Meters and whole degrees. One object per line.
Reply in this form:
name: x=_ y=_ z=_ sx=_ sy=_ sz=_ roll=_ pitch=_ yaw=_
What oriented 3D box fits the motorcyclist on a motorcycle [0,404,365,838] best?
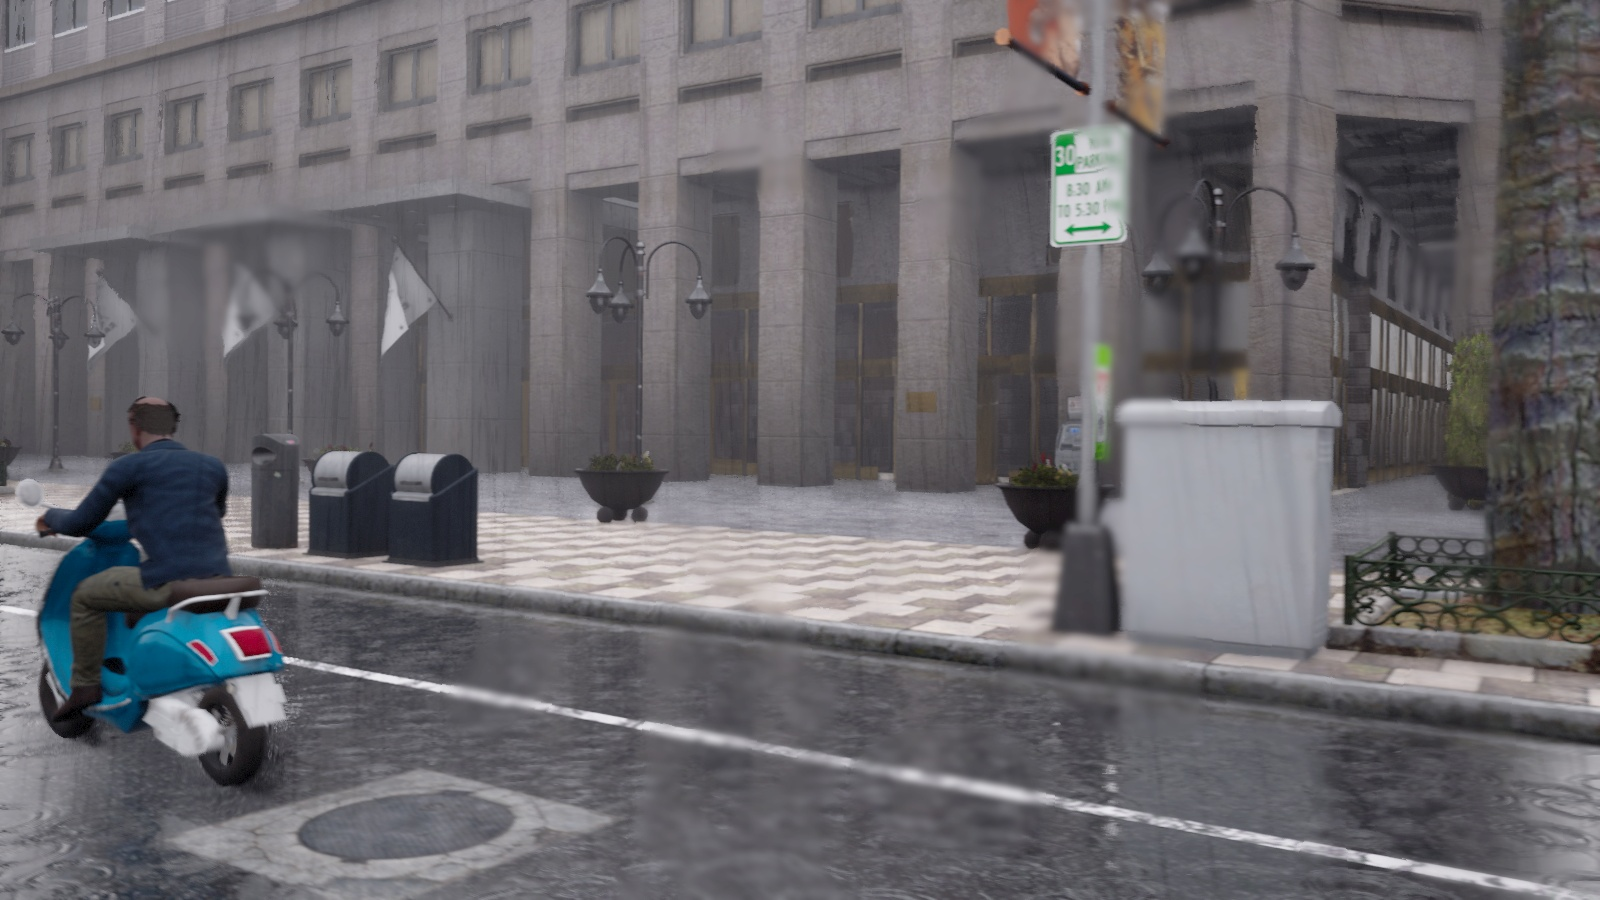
motorcyclist on a motorcycle: x=-2.842 y=0.616 z=5.463 sx=1.817 sy=1.590 sz=0.866 roll=0 pitch=1 yaw=34
